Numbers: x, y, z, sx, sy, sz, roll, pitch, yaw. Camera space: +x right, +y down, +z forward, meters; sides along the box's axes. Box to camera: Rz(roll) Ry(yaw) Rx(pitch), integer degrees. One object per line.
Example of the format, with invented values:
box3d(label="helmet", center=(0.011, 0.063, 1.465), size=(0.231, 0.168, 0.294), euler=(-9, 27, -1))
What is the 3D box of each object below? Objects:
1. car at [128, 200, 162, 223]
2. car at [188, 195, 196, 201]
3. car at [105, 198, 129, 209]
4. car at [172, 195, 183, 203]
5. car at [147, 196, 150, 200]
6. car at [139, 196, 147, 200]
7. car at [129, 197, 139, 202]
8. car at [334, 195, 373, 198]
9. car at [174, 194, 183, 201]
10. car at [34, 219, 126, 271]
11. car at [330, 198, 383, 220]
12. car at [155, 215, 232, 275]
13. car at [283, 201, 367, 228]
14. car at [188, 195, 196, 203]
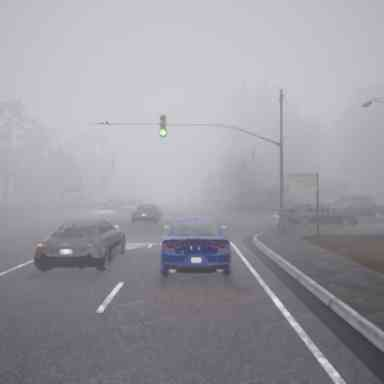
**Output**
box3d(label="car", center=(-3.401, 1.602, 25.541), size=(1.994, 1.385, 4.181), euler=(0, 0, 0))
box3d(label="car", center=(-0.007, 1.550, 86.203), size=(2.033, 1.411, 5.357), euler=(0, 0, 0))
box3d(label="car", center=(-10.589, 1.559, 45.627), size=(2.128, 1.511, 4.902), euler=(0, 0, 0))
box3d(label="car", center=(-3.506, 1.665, 75.685), size=(1.994, 1.385, 4.181), euler=(0, 0, 0))
box3d(label="car", center=(-10.506, 1.660, 74.609), size=(1.994, 1.385, 4.181), euler=(0, 0, 0))
box3d(label="car", center=(-10.505, 1.622, 64.583), size=(1.812, 1.442, 4.674), euler=(0, 0, 0))
box3d(label="car", center=(-10.530, 1.646, 54.979), size=(1.994, 1.385, 4.181), euler=(0, 0, 2))
box3d(label="car", center=(14.720, 1.269, 32.022), size=(5.566, 2.045, 2.150), euler=(0, 0, 2))
box3d(label="car", center=(-3.507, 1.486, 88.115), size=(2.097, 1.767, 4.553), euler=(0, 0, 0))
box3d(label="car", center=(-3.431, 1.579, 10.934), size=(1.994, 1.385, 4.181), euler=(0, 0, -1))
box3d(label="car", center=(14.012, 1.520, 28.535), size=(5.008, 1.535, 1.882), euler=(0, 0, 3))
box3d(label="car", center=(0.100, 1.493, 10.495), size=(1.882, 1.535, 5.008), euler=(0, 0, 0))
box3d(label="car", center=(8.256, 1.524, 21.694), size=(4.902, 1.511, 2.128), euler=(0, -1, -4))
box3d(label="car", center=(-0.006, 1.646, 75.784), size=(2.033, 1.411, 5.357), euler=(0, 0, 0))
